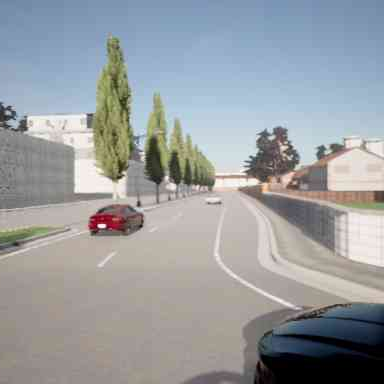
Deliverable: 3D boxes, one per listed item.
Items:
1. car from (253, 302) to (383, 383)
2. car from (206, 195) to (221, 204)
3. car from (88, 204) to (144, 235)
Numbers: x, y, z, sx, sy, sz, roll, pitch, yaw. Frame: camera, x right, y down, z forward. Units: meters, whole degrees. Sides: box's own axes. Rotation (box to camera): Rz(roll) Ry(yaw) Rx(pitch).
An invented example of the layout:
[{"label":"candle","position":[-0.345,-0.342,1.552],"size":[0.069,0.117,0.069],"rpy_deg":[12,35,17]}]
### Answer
[{"label":"car","position":[2.752,1.420,1.896],"size":[5.008,1.535,1.882],"rpy_deg":[0,1,40]},{"label":"car","position":[2.944,0.989,45.508],"size":[1.895,1.301,4.718],"rpy_deg":[0,1,7]},{"label":"car","position":[-3.810,1.340,17.252],"size":[1.812,1.442,4.674],"rpy_deg":[-1,1,6]}]
